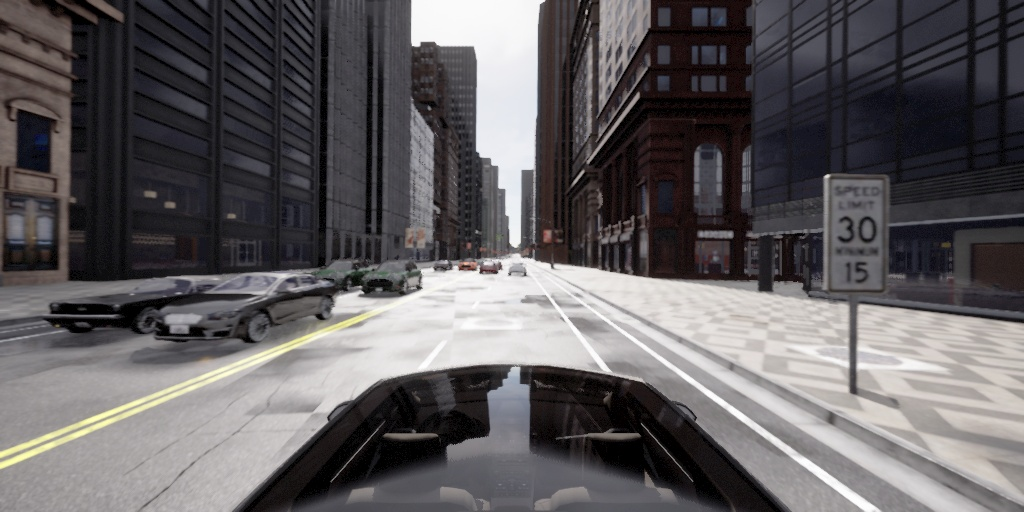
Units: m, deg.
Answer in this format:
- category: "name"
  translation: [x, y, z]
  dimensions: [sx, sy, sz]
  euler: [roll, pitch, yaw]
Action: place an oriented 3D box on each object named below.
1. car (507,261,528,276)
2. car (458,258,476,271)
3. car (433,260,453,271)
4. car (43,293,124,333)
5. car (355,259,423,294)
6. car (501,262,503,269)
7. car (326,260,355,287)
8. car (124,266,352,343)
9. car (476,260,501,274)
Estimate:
- category: "car"
  translation: [0.575, 1.282, 37.446]
  dimensions: [1.812, 1.442, 4.674]
  euler: [1, 0, 1]
- category: "car"
  translation: [-5.875, 1.080, 48.167]
  dimensions: [2.097, 1.767, 4.553]
  euler: [1, 0, 1]
- category: "car"
  translation: [-9.126, 1.246, 48.182]
  dimensions: [2.033, 1.411, 5.357]
  euler: [1, 0, 1]
- category: "car"
  translation: [-9.759, 1.258, 10.375]
  dimensions: [1.895, 1.301, 4.718]
  euler: [1, 0, 1]
- category: "car"
  translation: [-6.364, 1.038, 19.505]
  dimensions: [2.097, 1.767, 4.553]
  euler: [1, 0, 1]
- category: "car"
  translation: [-2.455, 1.311, 53.162]
  dimensions: [1.994, 1.385, 4.181]
  euler: [1, 0, 1]
- category: "car"
  translation: [-9.601, 1.008, 20.419]
  dimensions: [2.097, 1.767, 4.553]
  euler: [1, 0, 1]
- category: "car"
  translation: [-6.514, 1.179, 9.516]
  dimensions: [2.128, 1.511, 4.902]
  euler: [1, 0, 1]
- category: "car"
  translation: [-2.624, 1.293, 41.220]
  dimensions: [1.994, 1.385, 4.181]
  euler: [1, 0, 1]
